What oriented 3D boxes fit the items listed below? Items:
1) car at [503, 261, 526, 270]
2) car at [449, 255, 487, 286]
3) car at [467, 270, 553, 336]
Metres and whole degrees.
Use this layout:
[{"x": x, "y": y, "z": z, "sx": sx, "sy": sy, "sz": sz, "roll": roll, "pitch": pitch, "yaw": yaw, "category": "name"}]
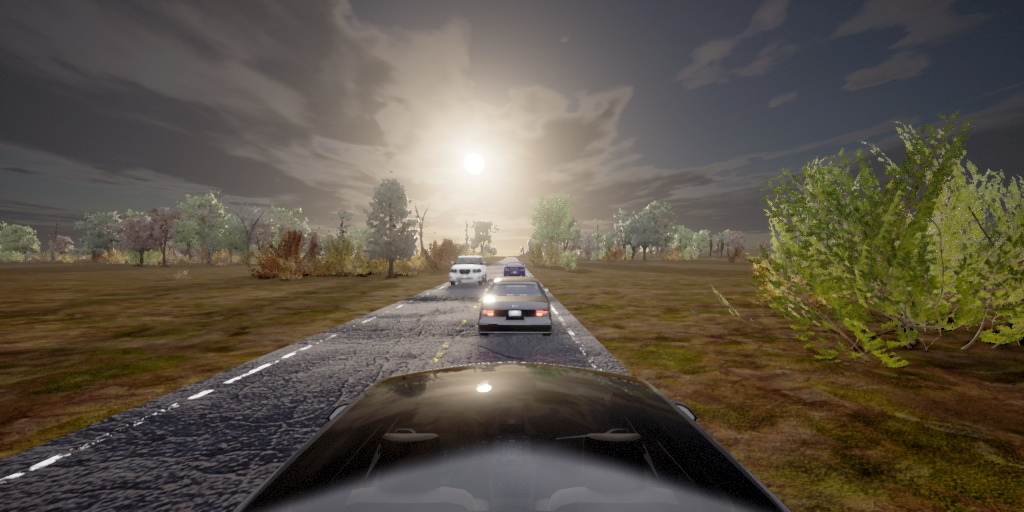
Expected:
[{"x": 0.228, "y": 1.221, "z": 32.578, "sx": 1.882, "sy": 1.535, "sz": 5.008, "roll": 0, "pitch": 0, "yaw": 0, "category": "car"}, {"x": -3.002, "y": 0.968, "z": 25.572, "sx": 2.150, "sy": 2.045, "sz": 5.566, "roll": 0, "pitch": 0, "yaw": 0, "category": "car"}, {"x": 0.118, "y": 1.298, "z": 10.355, "sx": 2.033, "sy": 1.411, "sz": 5.357, "roll": 0, "pitch": 0, "yaw": 1, "category": "car"}]
